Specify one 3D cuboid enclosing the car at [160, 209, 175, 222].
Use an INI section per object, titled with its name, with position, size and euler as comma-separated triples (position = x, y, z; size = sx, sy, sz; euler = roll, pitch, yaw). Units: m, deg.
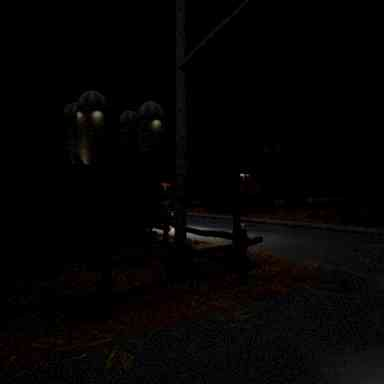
[car]
position = -3.147, 1.601, 23.792
size = 1.895, 1.301, 4.718
euler = 0, 0, -36
